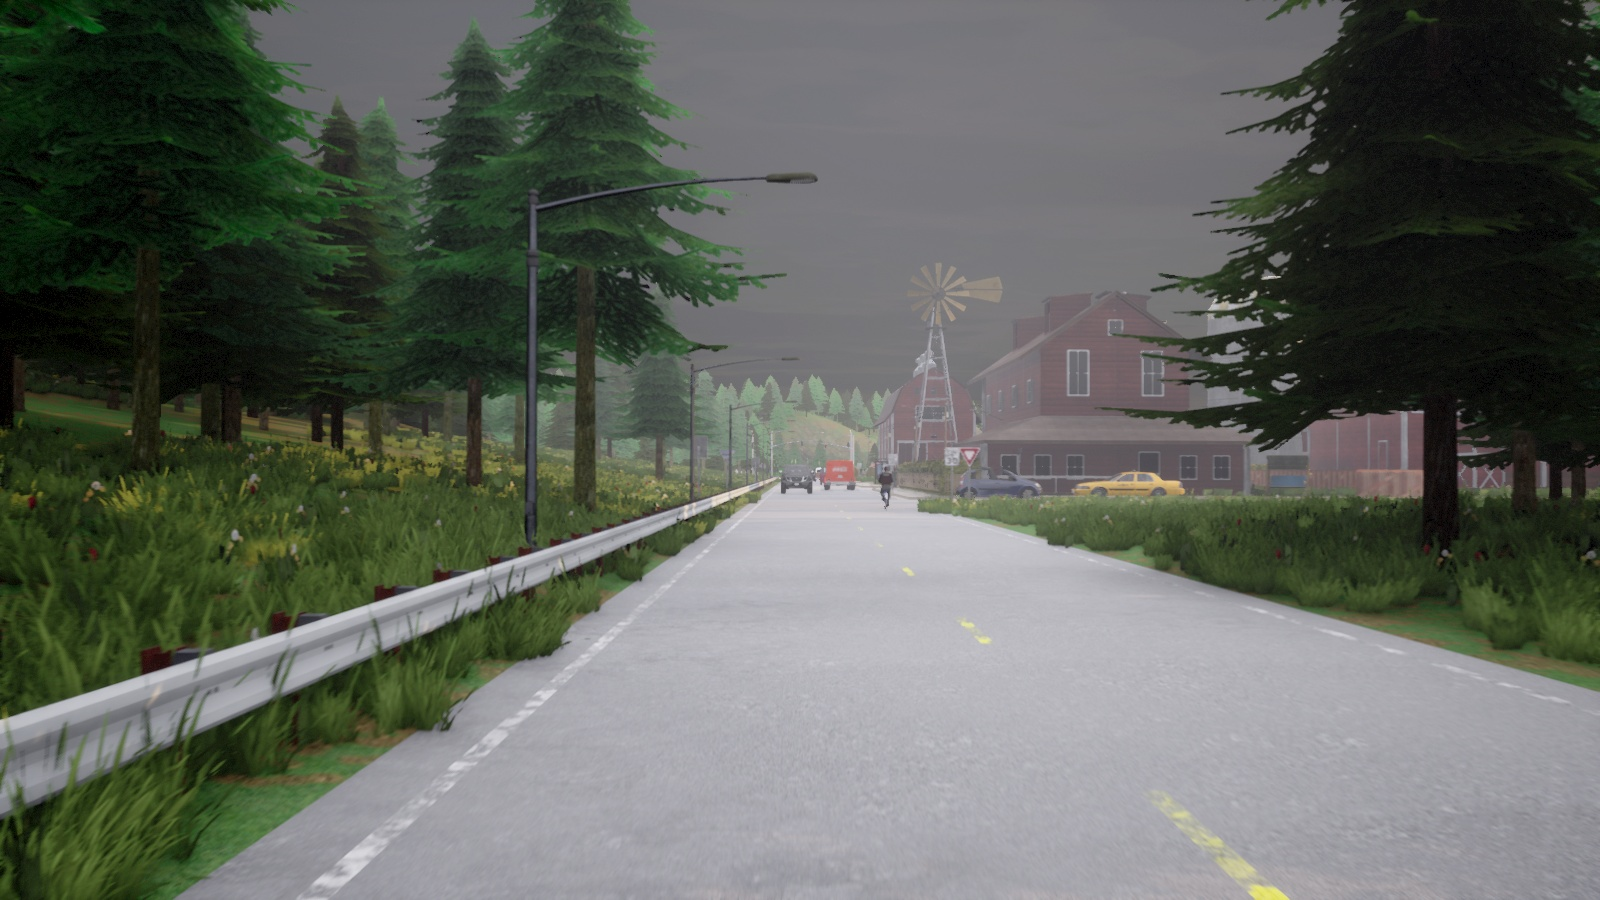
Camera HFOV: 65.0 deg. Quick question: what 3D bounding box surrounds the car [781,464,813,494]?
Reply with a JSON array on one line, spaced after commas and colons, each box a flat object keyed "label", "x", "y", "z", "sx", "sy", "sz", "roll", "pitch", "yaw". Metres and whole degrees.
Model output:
[{"label": "car", "x": -0.212, "y": 1.990, "z": 86.965, "sx": 2.150, "sy": 2.045, "sz": 5.566, "roll": 0, "pitch": -1, "yaw": 0}]

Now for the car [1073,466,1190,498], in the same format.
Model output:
[{"label": "car", "x": 16.451, "y": 1.593, "z": 62.464, "sx": 5.366, "sy": 1.575, "sz": 1.801, "roll": 0, "pitch": -1, "yaw": 0}]

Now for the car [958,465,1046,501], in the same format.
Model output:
[{"label": "car", "x": 9.448, "y": 1.531, "z": 58.996, "sx": 3.988, "sy": 1.617, "sz": 1.851, "roll": -1, "pitch": -1, "yaw": 5}]
